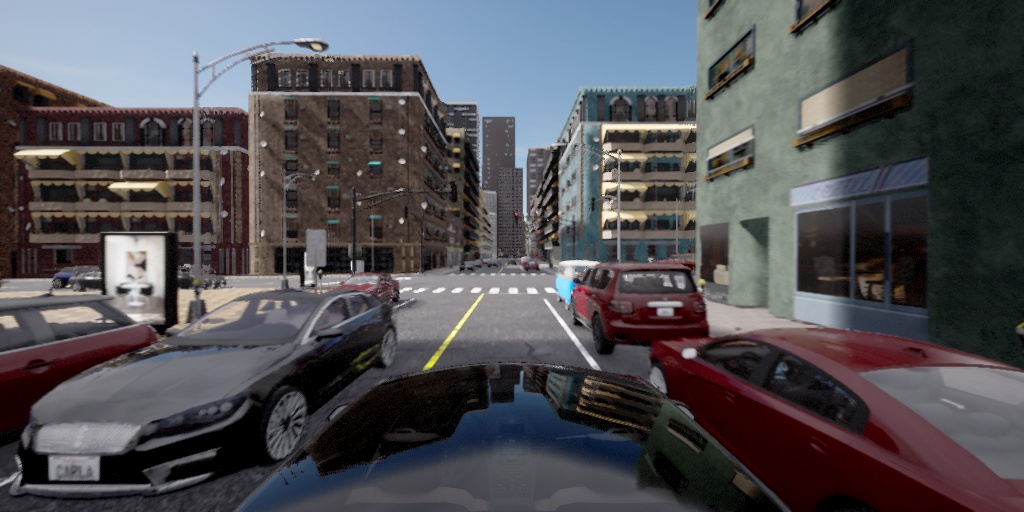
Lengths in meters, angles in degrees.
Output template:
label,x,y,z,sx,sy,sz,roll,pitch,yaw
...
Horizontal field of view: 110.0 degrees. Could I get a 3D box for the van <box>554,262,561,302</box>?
label,x,y,z,sx,sy,sz,roll,pitch,yaw
van,2.686,1.078,14.186,1.690,1.789,3.998,0,0,0

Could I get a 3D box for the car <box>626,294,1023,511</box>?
label,x,y,z,sx,sy,sz,roll,pitch,yaw
car,2.689,1.294,3.130,1.888,1.381,4.507,0,0,0

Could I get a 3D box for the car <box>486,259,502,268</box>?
label,x,y,z,sx,sy,sz,roll,pitch,yaw
car,-3.048,1.252,59.053,2.033,1.411,5.357,0,0,1

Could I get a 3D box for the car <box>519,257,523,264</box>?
label,x,y,z,sx,sy,sz,roll,pitch,yaw
car,2.677,1.248,63.150,1.888,1.381,4.507,0,0,0

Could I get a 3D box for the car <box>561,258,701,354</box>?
label,x,y,z,sx,sy,sz,roll,pitch,yaw
car,2.687,1.057,8.658,2.192,1.841,5.009,0,0,0

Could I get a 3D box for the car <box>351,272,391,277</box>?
label,x,y,z,sx,sy,sz,roll,pitch,yaw
car,-5.695,1.319,14.186,1.802,1.307,4.207,0,0,0

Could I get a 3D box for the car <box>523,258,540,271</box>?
label,x,y,z,sx,sy,sz,roll,pitch,yaw
car,2.680,1.293,46.580,1.802,1.307,4.207,0,0,0

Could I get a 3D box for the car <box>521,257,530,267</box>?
label,x,y,z,sx,sy,sz,roll,pitch,yaw
car,2.679,1.274,52.104,1.948,1.339,4.313,0,0,0

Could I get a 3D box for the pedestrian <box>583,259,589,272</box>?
label,x,y,z,sx,sy,sz,roll,pitch,yaw
pedestrian,4.094,1.025,19.944,0.375,1.860,0.375,0,0,0

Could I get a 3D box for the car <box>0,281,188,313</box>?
label,x,y,z,sx,sy,sz,roll,pitch,yaw
car,-5.693,1.188,3.130,1.967,1.591,4.097,0,0,0

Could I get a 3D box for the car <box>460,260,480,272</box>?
label,x,y,z,sx,sy,sz,roll,pitch,yaw
car,-5.701,1.276,46.591,1.948,1.339,4.313,0,0,0

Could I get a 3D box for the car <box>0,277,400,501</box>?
label,x,y,z,sx,sy,sz,roll,pitch,yaw
car,-3.090,1.238,4.986,2.128,1.511,4.902,0,0,0

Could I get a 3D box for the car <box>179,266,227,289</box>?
label,x,y,z,sx,sy,sz,roll,pitch,yaw
car,-22.398,1.614,24.952,4.403,1.370,2.007,0,0,0

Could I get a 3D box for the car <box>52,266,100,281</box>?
label,x,y,z,sx,sy,sz,roll,pitch,yaw
car,-32.087,1.534,27.598,4.553,1.767,2.097,-1,0,0

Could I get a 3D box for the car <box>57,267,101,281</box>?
label,x,y,z,sx,sy,sz,roll,pitch,yaw
car,-27.967,1.696,24.910,4.403,1.370,2.007,0,0,0

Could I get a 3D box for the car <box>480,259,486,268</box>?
label,x,y,z,sx,sy,sz,roll,pitch,yaw
car,-5.703,1.271,57.638,1.948,1.339,4.313,0,0,0

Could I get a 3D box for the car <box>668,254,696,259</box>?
label,x,y,z,sx,sy,sz,roll,pitch,yaw
car,15.766,0.750,33.742,5.009,1.841,2.192,0,0,0

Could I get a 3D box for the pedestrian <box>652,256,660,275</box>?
label,x,y,z,sx,sy,sz,roll,pitch,yaw
pedestrian,7.734,0.892,19.344,0.375,1.860,0.375,0,0,0

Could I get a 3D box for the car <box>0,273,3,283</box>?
label,x,y,z,sx,sy,sz,roll,pitch,yaw
car,-38.397,1.842,24.879,4.507,1.381,1.888,0,0,0
